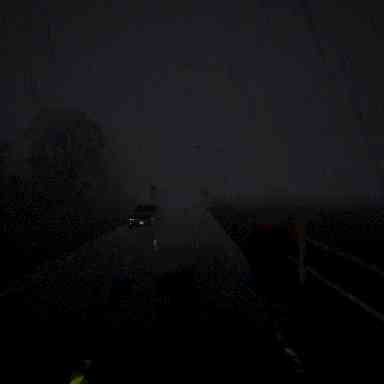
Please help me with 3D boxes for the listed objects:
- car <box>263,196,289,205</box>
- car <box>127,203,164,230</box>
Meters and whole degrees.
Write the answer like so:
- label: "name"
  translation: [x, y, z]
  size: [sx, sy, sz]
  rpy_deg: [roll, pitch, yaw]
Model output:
- label: "car"
  translation: [14.085, 1.404, 55.846]
  size: [4.181, 1.385, 1.994]
  rpy_deg: [0, 0, -1]
- label: "car"
  translation: [-2.844, 1.492, 21.192]
  size: [1.837, 1.490, 4.892]
  rpy_deg: [0, 0, 0]
